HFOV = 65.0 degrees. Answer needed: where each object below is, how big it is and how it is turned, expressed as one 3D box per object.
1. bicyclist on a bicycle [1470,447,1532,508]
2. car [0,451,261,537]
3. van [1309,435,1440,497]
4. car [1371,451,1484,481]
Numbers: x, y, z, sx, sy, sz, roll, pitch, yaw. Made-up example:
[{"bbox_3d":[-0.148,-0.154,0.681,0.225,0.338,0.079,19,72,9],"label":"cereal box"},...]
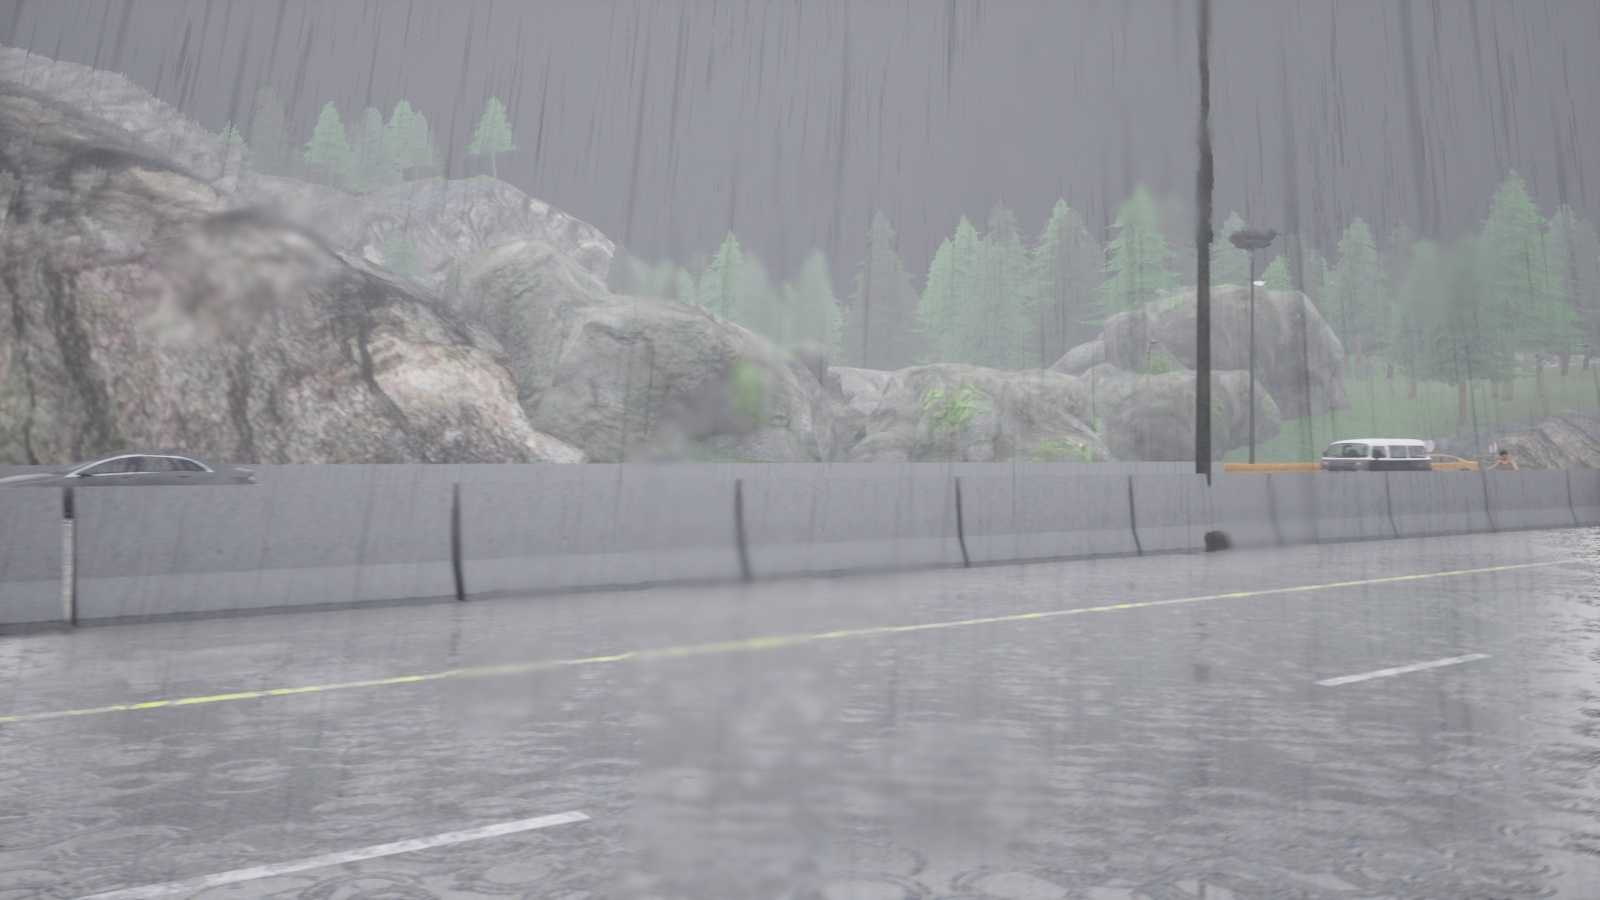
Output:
[{"bbox_3d":[18.908,0.724,33.870,1.509,1.612,0.866,0,0,-35],"label":"bicyclist on a bicycle"},{"bbox_3d":[-13.259,0.788,24.281,4.902,1.511,2.128,0,0,-35],"label":"car"},{"bbox_3d":[19.655,0.534,42.925,4.480,2.038,2.069,0,0,-35],"label":"van"},{"bbox_3d":[32.911,0.814,65.923,5.008,1.535,1.882,0,0,-4],"label":"car"}]
